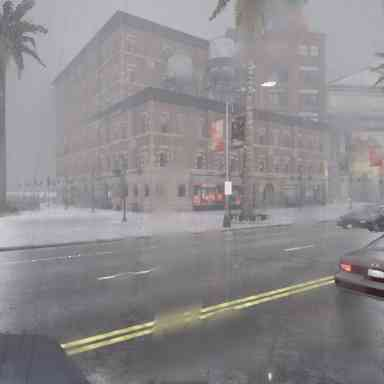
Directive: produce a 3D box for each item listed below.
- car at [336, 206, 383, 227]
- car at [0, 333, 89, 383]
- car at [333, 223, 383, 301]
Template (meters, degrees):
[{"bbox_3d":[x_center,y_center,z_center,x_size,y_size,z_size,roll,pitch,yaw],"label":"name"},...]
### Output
[{"bbox_3d":[11.074,1.547,20.283,5.357,1.411,2.033,0,0,-35],"label":"car"},{"bbox_3d":[-3.133,1.547,1.445,5.357,1.411,2.033,0,0,-37],"label":"car"},{"bbox_3d":[5.434,1.547,7.572,5.357,1.411,2.033,0,0,-35],"label":"car"}]
